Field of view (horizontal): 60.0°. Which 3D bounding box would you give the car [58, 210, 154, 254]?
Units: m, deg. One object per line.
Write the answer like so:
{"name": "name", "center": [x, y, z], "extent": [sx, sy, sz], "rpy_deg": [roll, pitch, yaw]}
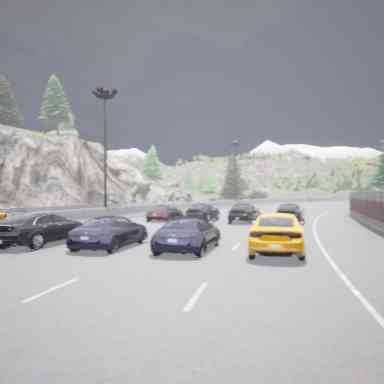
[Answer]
{"name": "car", "center": [-3.516, 1.720, 14.488], "extent": [1.994, 1.385, 4.181], "rpy_deg": [-1, 0, 16]}

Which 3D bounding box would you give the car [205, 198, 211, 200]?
{"name": "car", "center": [4.443, 2.165, 81.430], "extent": [2.128, 1.511, 4.902], "rpy_deg": [-1, -1, 39]}

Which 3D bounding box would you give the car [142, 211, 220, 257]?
{"name": "car", "center": [-0.138, 1.681, 13.577], "extent": [1.994, 1.385, 4.181], "rpy_deg": [-1, 0, 16]}

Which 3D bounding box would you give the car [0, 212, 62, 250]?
{"name": "car", "center": [-6.894, 1.702, 15.415], "extent": [1.837, 1.490, 4.892], "rpy_deg": [-1, 0, 16]}

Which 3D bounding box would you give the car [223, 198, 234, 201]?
{"name": "car", "center": [9.638, 2.099, 76.725], "extent": [1.994, 1.385, 4.181], "rpy_deg": [-1, -1, 39]}

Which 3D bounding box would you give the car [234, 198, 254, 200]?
{"name": "car", "center": [12.233, 2.031, 74.375], "extent": [2.128, 1.511, 4.902], "rpy_deg": [-1, -1, 39]}

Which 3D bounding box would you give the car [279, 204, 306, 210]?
{"name": "car", "center": [7.472, 1.652, 25.344], "extent": [1.837, 1.490, 4.892], "rpy_deg": [-1, 0, 22]}

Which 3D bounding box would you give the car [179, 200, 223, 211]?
{"name": "car", "center": [0.950, 1.734, 27.883], "extent": [1.837, 1.490, 4.892], "rpy_deg": [-1, 0, 22]}

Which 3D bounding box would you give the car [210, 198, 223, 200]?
{"name": "car", "center": [7.020, 2.194, 79.056], "extent": [1.895, 1.301, 4.718], "rpy_deg": [-1, -1, 39]}

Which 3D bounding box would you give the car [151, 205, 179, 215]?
{"name": "car", "center": [-2.320, 1.831, 29.134], "extent": [1.994, 1.385, 4.181], "rpy_deg": [-1, 0, 22]}

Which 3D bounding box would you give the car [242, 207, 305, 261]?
{"name": "car", "center": [3.289, 1.556, 12.821], "extent": [1.882, 1.535, 5.008], "rpy_deg": [-1, 0, 16]}

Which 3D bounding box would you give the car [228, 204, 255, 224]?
{"name": "car", "center": [4.210, 1.693, 26.613], "extent": [1.837, 1.490, 4.892], "rpy_deg": [-1, 0, 22]}
